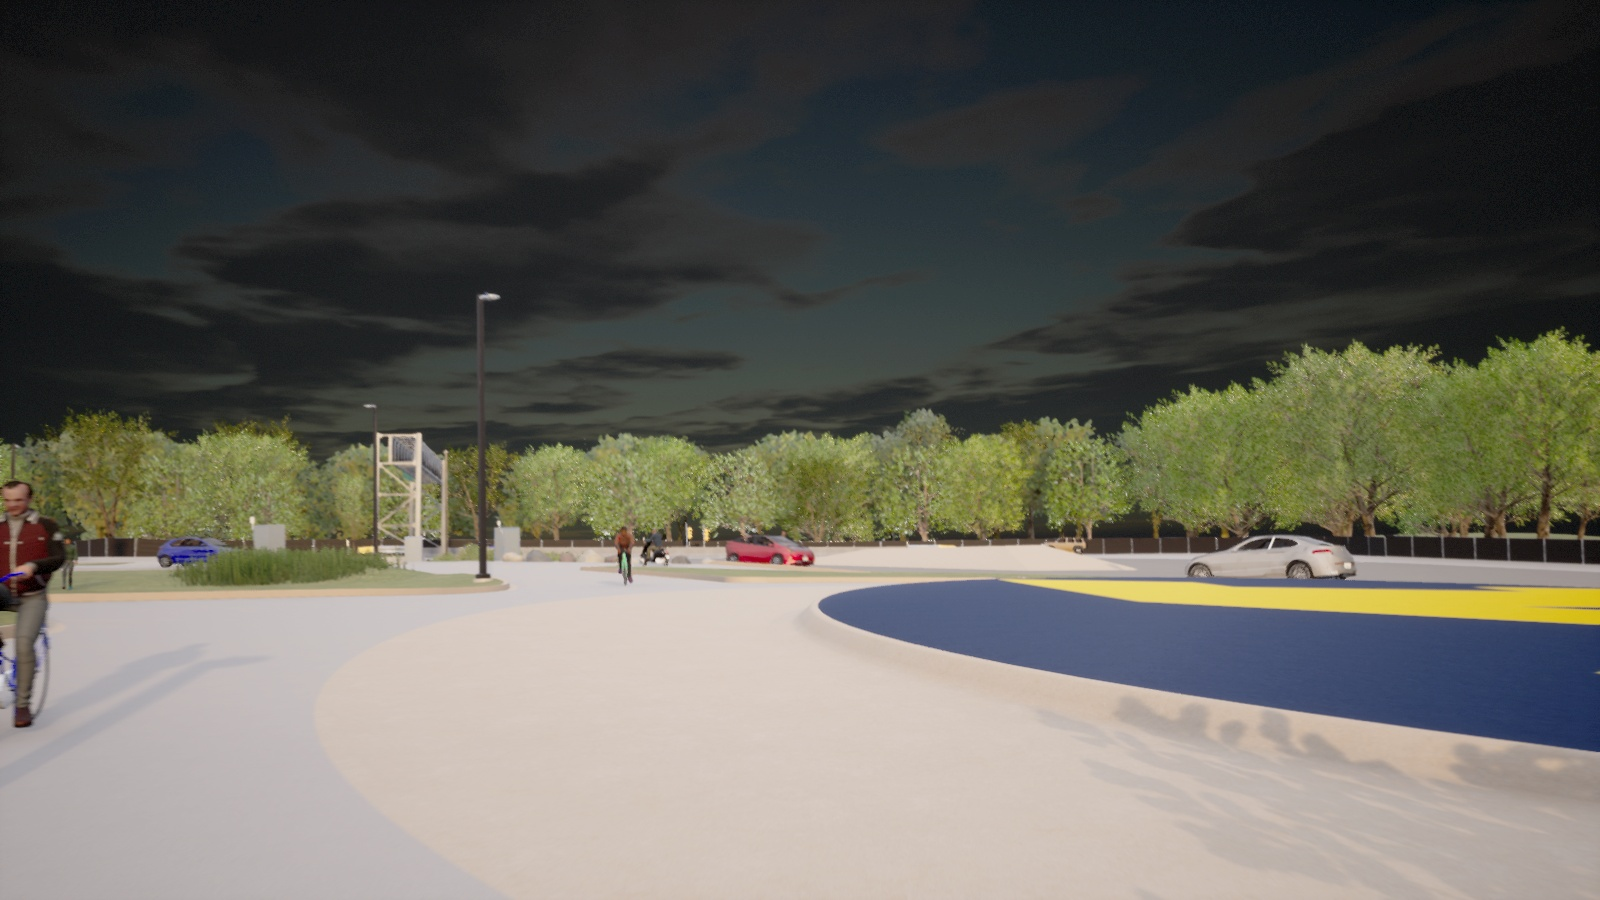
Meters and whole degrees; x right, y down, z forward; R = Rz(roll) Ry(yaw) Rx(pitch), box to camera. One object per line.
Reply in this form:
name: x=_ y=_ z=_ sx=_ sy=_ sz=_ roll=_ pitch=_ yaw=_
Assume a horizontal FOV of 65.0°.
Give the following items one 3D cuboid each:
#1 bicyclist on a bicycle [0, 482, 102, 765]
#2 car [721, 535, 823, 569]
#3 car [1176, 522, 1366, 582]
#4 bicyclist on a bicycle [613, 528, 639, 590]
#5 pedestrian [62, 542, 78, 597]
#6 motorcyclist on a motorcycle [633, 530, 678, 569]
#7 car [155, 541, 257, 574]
bicyclist on a bicycle: x=-5.488 y=1.142 z=8.768 sx=0.659 sy=1.776 sz=1.843 roll=-1 pitch=-3 yaw=-16
car: x=-1.328 y=4.650 z=57.321 sx=4.514 sy=1.525 sz=2.007 roll=-4 pitch=-7 yaw=43
car: x=14.495 y=3.233 z=38.928 sx=2.152 sy=1.651 sz=5.027 roll=6 pitch=-9 yaw=-41
bicyclist on a bicycle: x=-4.730 y=2.974 z=34.266 sx=0.582 sy=1.620 sz=1.656 roll=-2 pitch=-4 yaw=-6
pedestrian: x=-24.796 y=4.057 z=42.662 sx=0.353 sy=1.847 sz=0.614 roll=-1 pitch=-4 yaw=-18
motorcyclist on a motorcycle: x=-6.117 y=4.204 z=53.048 sx=1.817 sy=1.590 sz=0.866 roll=-4 pitch=-4 yaw=40
car: x=-28.575 y=5.189 z=60.466 sx=4.193 sy=1.474 sz=1.816 roll=-2 pitch=-4 yaw=11
